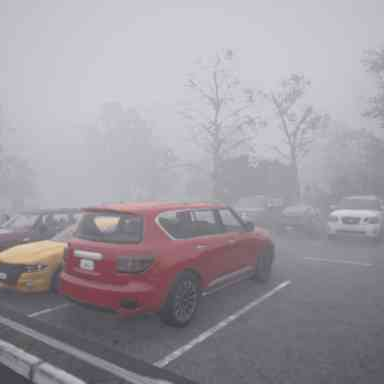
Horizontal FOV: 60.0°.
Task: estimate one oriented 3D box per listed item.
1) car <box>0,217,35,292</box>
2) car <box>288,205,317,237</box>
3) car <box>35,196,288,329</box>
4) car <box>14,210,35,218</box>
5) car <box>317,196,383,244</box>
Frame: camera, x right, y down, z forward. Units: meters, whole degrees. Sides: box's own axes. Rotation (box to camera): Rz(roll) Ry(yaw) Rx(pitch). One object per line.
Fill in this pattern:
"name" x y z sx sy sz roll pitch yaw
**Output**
"car" -2.487 1.479 8.982 2.097 1.535 5.008 0 0 35
"car" 6.016 1.473 17.993 2.231 1.521 4.892 0 0 35
"car" -0.083 1.214 7.330 2.435 2.045 5.566 0 0 35
"car" -4.959 1.368 10.744 2.185 1.767 4.553 0 0 35
"car" 8.291 1.211 16.374 2.435 2.045 5.566 0 0 35
